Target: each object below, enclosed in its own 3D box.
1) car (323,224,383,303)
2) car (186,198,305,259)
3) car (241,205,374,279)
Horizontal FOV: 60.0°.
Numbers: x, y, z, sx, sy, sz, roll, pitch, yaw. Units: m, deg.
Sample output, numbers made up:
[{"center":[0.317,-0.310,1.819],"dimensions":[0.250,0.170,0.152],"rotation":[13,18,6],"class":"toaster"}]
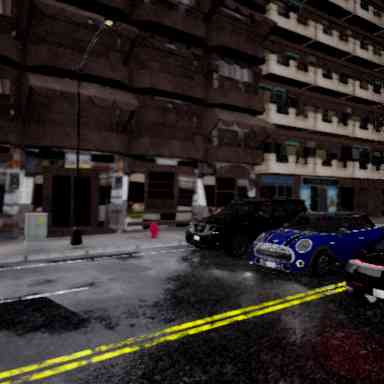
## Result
[{"center":[5.257,1.552,7.056],"dimensions":[4.902,1.511,2.128],"rotation":[0,0,-34],"class":"car"},{"center":[2.454,1.283,13.282],"dimensions":[5.566,2.045,2.150],"rotation":[1,0,-34],"class":"car"},{"center":[4.026,1.415,10.382],"dimensions":[4.553,1.767,2.097],"rotation":[1,0,-34],"class":"car"}]
